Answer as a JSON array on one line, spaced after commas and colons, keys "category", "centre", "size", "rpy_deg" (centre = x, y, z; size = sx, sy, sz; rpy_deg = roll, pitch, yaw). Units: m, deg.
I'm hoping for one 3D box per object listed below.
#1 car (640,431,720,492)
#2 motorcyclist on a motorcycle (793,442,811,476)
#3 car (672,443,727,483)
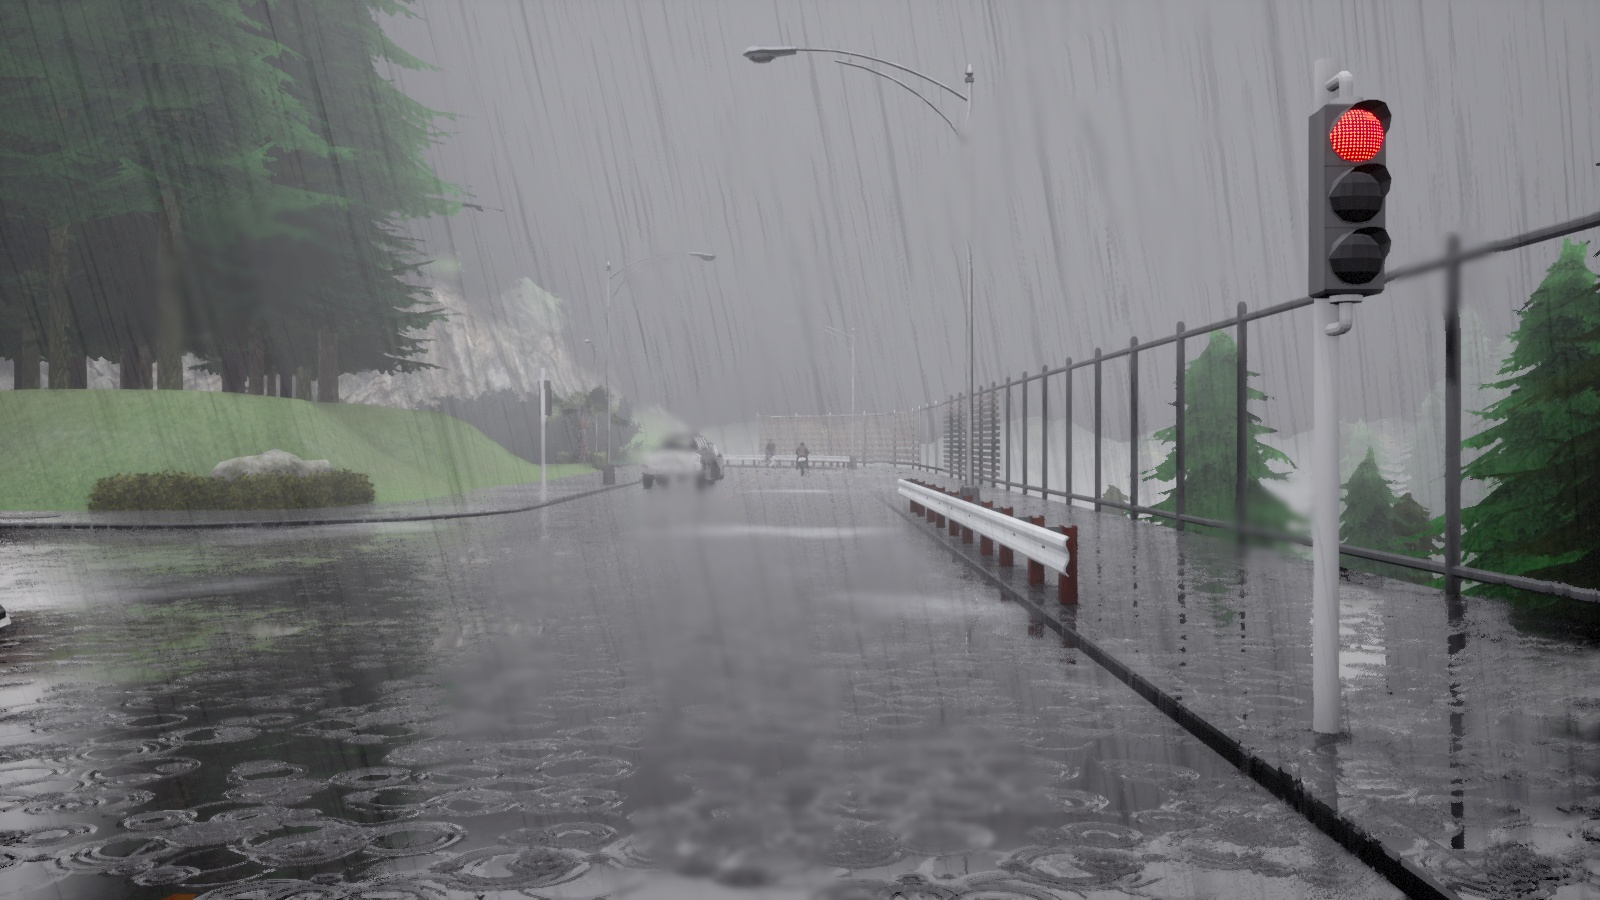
[{"category": "car", "centre": [-3.834, 0.330, 40.803], "size": [1.932, 1.855, 4.605], "rpy_deg": [0, 0, 3]}, {"category": "motorcyclist on a motorcycle", "centre": [0.104, 0.407, 57.003], "size": [0.797, 1.523, 2.044], "rpy_deg": [0, 0, 0]}, {"category": "car", "centre": [-3.912, 0.478, 49.425], "size": [1.845, 1.501, 3.633], "rpy_deg": [0, 0, 0]}]
